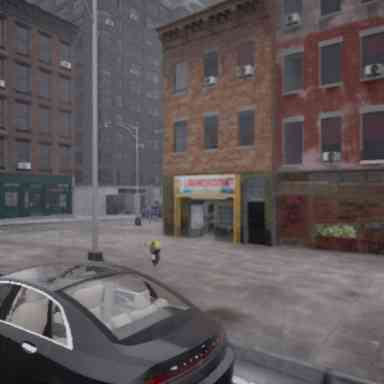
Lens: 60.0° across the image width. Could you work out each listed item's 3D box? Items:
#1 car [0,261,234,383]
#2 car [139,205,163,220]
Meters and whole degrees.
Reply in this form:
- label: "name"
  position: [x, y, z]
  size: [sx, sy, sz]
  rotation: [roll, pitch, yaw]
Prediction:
- label: "car"
  position: [-1.642, 1.534, 3.990]
  size: [4.403, 1.369, 2.008]
  rotation: [0, 0, 36]
- label: "car"
  position: [-3.467, 2.038, 34.163]
  size: [1.882, 1.535, 5.008]
  rotation: [0, -2, 36]
